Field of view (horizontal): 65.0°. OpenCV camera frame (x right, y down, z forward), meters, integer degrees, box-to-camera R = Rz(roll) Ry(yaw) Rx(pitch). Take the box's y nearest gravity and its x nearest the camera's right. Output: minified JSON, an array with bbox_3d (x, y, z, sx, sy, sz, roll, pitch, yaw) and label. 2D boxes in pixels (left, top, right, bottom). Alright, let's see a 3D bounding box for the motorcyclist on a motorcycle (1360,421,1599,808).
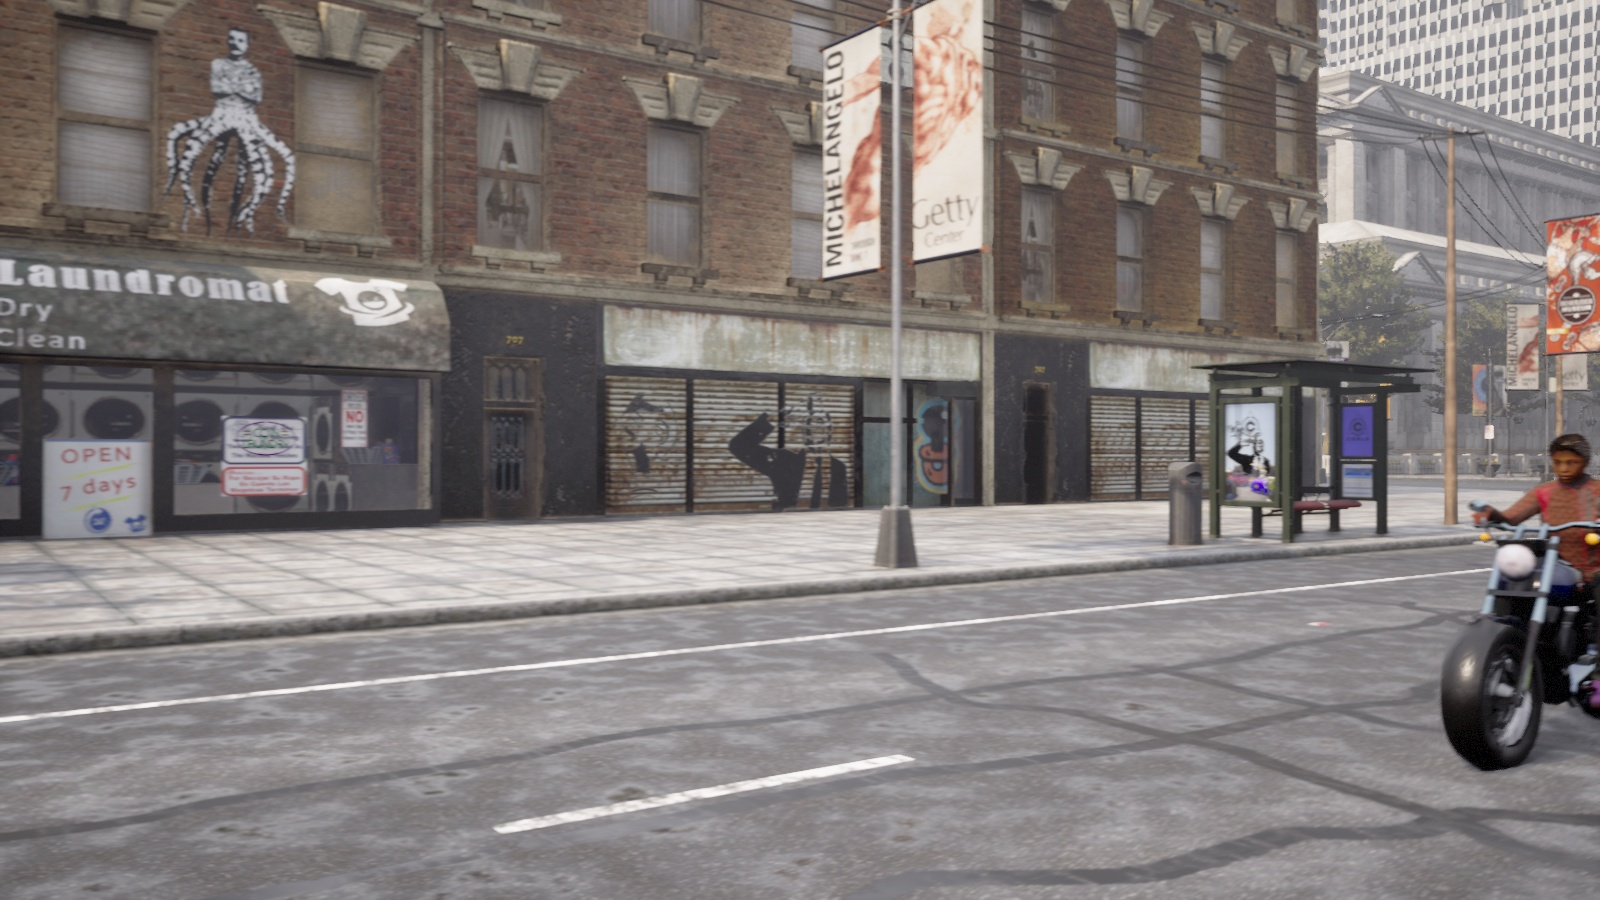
[{"bbox_3d":[3.807,0.703,6.415,2.350,1.649,0.766,0,-1,-40],"label":"motorcyclist on a motorcycle"}]
